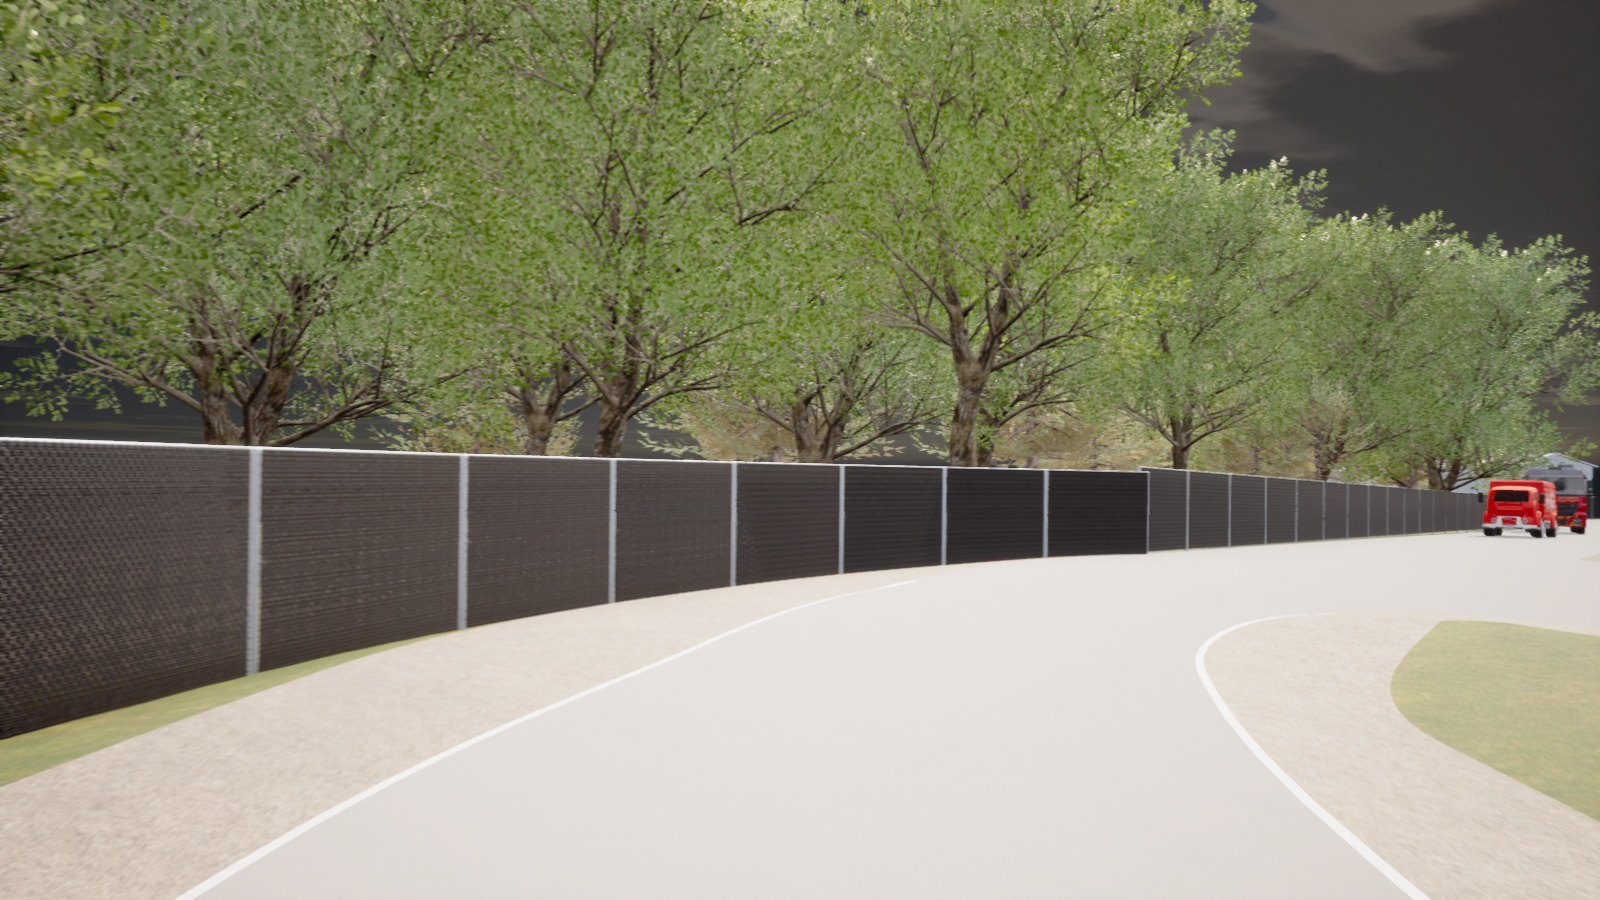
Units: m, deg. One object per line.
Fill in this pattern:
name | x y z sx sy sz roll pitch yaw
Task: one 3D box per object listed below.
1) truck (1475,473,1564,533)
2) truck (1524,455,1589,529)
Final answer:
truck | 31.472 2.318 54.861 2.627 2.467 5.204 -1 -3 38
truck | 42.117 2.364 69.800 2.891 3.827 8.468 0 -2 32
